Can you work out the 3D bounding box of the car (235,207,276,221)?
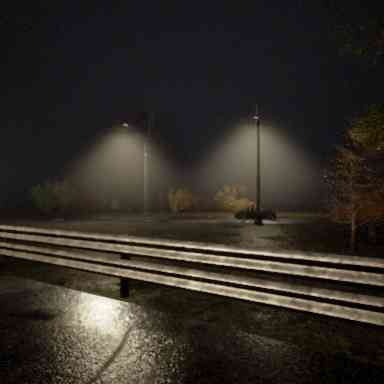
[{"bbox_3d":[6.405,2.169,33.735,4.181,1.385,1.994,0,0,10],"label":"car"}]
